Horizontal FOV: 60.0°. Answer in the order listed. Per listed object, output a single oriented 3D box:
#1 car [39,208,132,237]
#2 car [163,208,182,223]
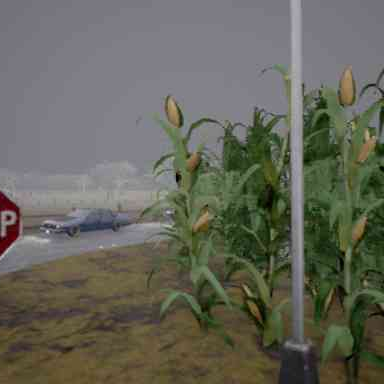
[{"bbox_3d":[-5.886,1.657,19.261,2.033,1.411,5.357,1,1,35],"label":"car"},{"bbox_3d":[-0.394,1.660,27.019,1.812,1.442,4.674,1,1,36],"label":"car"}]
